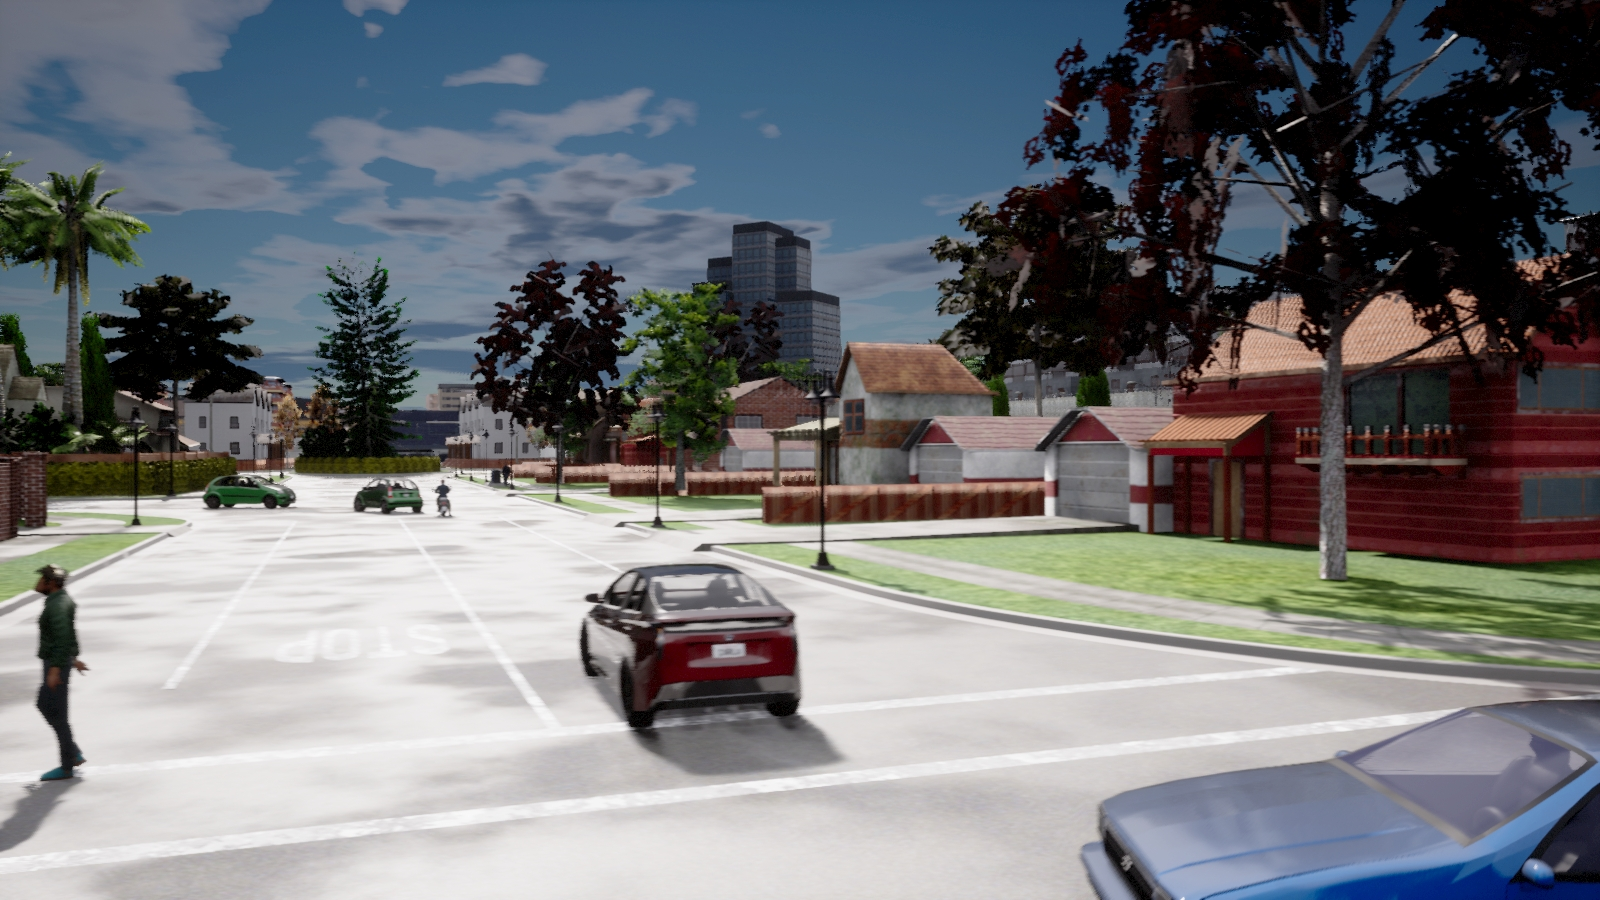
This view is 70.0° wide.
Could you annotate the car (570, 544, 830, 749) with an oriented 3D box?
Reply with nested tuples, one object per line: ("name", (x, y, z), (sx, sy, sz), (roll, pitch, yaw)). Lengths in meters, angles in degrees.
("car", (-1.360, 2.050, 13.192), (2.007, 1.525, 4.514), (0, 0, -18))

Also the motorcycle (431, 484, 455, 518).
("motorcycle", (-15.307, 2.166, 48.934), (0.856, 1.341, 1.805), (0, 0, -22))

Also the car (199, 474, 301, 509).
("car", (-26.485, 1.989, 55.098), (3.988, 1.617, 1.851), (0, 0, 0))

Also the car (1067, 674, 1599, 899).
("car", (4.307, 2.090, 5.996), (5.357, 1.411, 2.033), (0, 0, 1))

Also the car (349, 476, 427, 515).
("car", (-18.935, 2.043, 52.427), (1.851, 1.617, 3.988), (0, 0, -45))

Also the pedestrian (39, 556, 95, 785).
("pedestrian", (-6.263, 1.861, 9.770), (0.375, 1.860, 0.375), (0, 0, -28))
